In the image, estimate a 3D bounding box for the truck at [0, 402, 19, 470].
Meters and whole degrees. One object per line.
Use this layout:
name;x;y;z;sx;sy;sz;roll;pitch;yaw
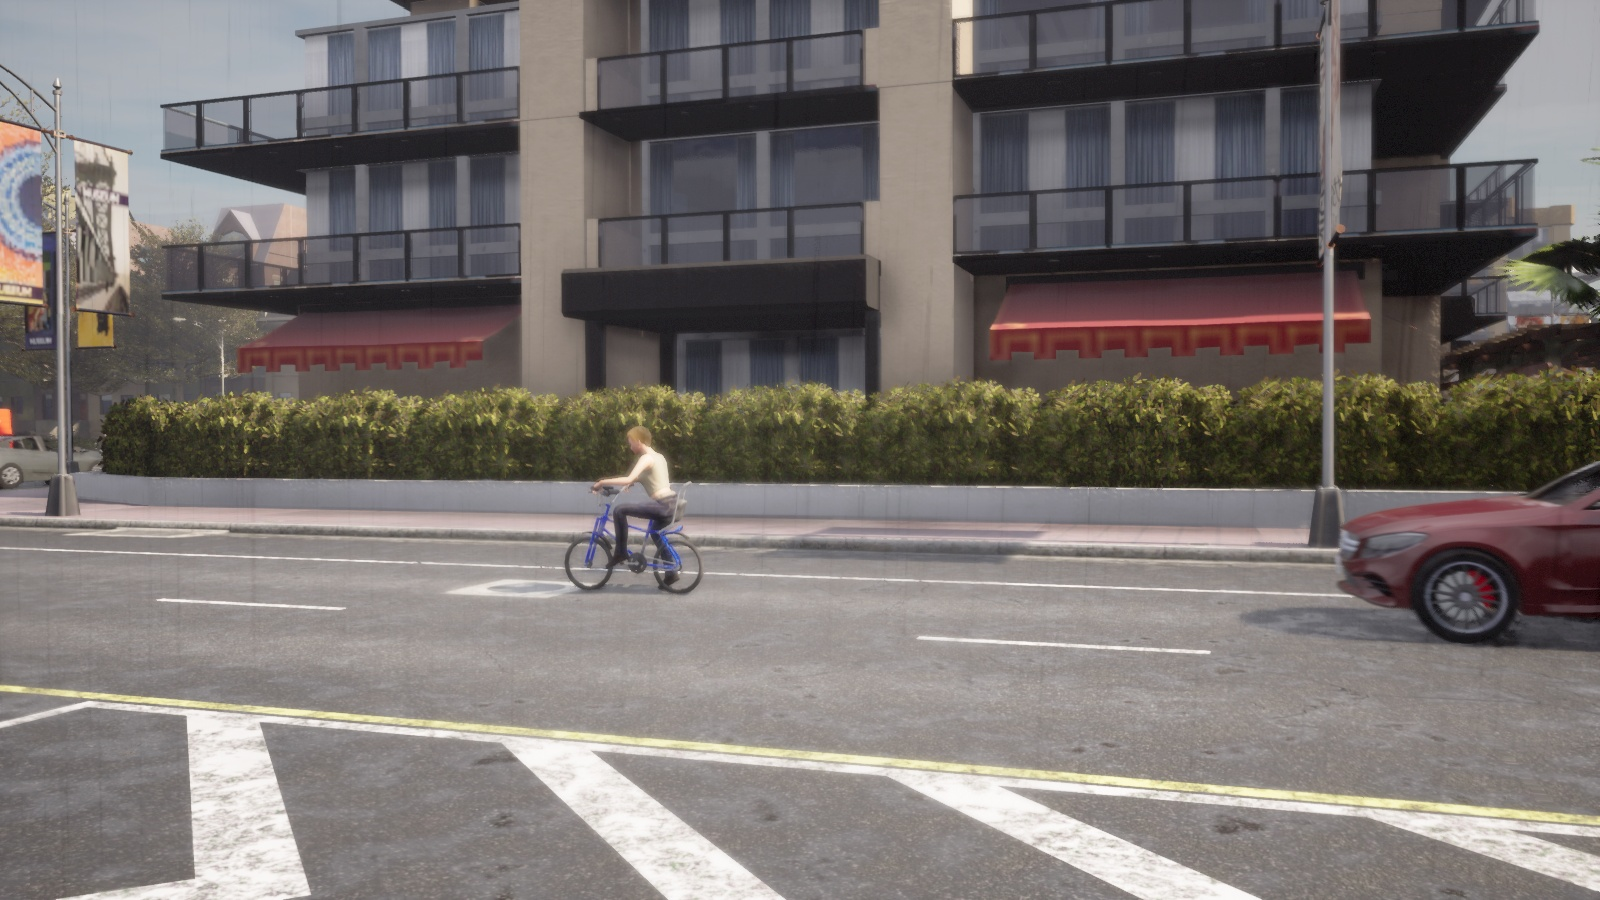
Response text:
truck;-30.672;-0.480;43.900;2.627;2.467;5.204;1;1;18

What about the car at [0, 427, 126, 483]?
car;-22.131;0.109;36.293;2.007;1.525;4.514;1;1;18

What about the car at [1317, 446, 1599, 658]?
car;6.474;0.726;9.426;4.674;1.442;1.812;1;1;19

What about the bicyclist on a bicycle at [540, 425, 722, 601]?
bicyclist on a bicycle;-1.624;0.564;12.147;1.509;1.612;0.866;1;1;19
